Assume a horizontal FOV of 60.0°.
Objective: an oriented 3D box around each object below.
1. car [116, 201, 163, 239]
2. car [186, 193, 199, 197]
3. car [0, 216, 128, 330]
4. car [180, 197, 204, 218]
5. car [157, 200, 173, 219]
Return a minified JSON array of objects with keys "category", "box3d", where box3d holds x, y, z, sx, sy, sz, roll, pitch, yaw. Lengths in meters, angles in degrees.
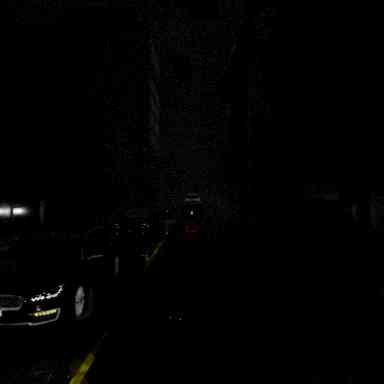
[{"category":"car","box3d":[-2.805,1.479,17.434,1.882,1.535,5.008,0,0,0]},{"category":"car","box3d":[0.062,1.245,44.694,2.150,2.045,5.566,0,0,0]},{"category":"car","box3d":[-2.840,1.504,7.238,1.837,1.490,4.892,0,0,0]},{"category":"car","box3d":[0.018,1.513,30.162,1.837,1.490,4.892,0,0,1]},{"category":"car","box3d":[-2.780,1.511,29.462,1.837,1.490,4.892,0,0,1]}]
